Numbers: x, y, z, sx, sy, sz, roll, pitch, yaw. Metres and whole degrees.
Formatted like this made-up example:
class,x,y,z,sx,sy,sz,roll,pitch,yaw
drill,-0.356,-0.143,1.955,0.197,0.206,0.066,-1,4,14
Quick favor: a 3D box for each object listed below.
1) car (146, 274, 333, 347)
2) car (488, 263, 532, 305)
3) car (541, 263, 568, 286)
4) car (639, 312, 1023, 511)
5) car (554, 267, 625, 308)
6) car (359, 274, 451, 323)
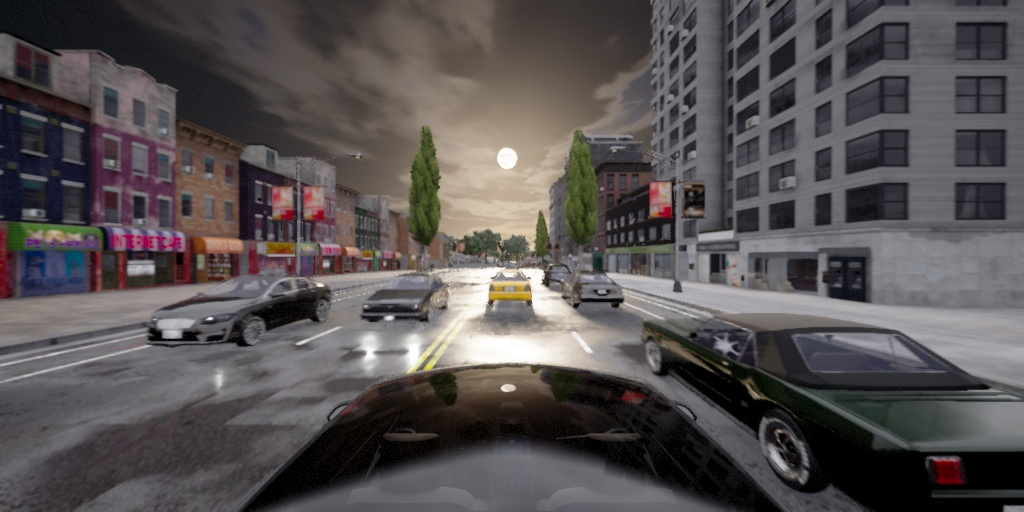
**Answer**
class,x,y,z,sx,sy,sz,roll,pitch,yaw
car,-6.596,1.259,9.413,2.128,1.511,4.902,0,0,0
car,-0.069,1.259,16.270,1.801,1.575,5.366,0,0,1
car,3.255,1.326,26.461,2.033,1.649,4.856,0,-1,0
car,3.251,1.354,4.482,1.895,1.301,4.718,0,0,0
car,3.253,1.346,15.456,2.033,1.411,5.357,0,0,0
car,-3.349,1.328,12.454,2.033,1.411,5.357,0,0,0
